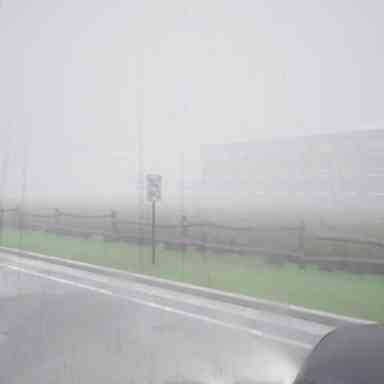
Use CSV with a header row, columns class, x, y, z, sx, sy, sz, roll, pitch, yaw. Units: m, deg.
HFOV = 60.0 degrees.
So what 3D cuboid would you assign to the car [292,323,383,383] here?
class,x,y,z,sx,sy,sz,roll,pitch,yaw
car,2.726,1.565,1.999,4.181,1.385,1.994,0,0,36
